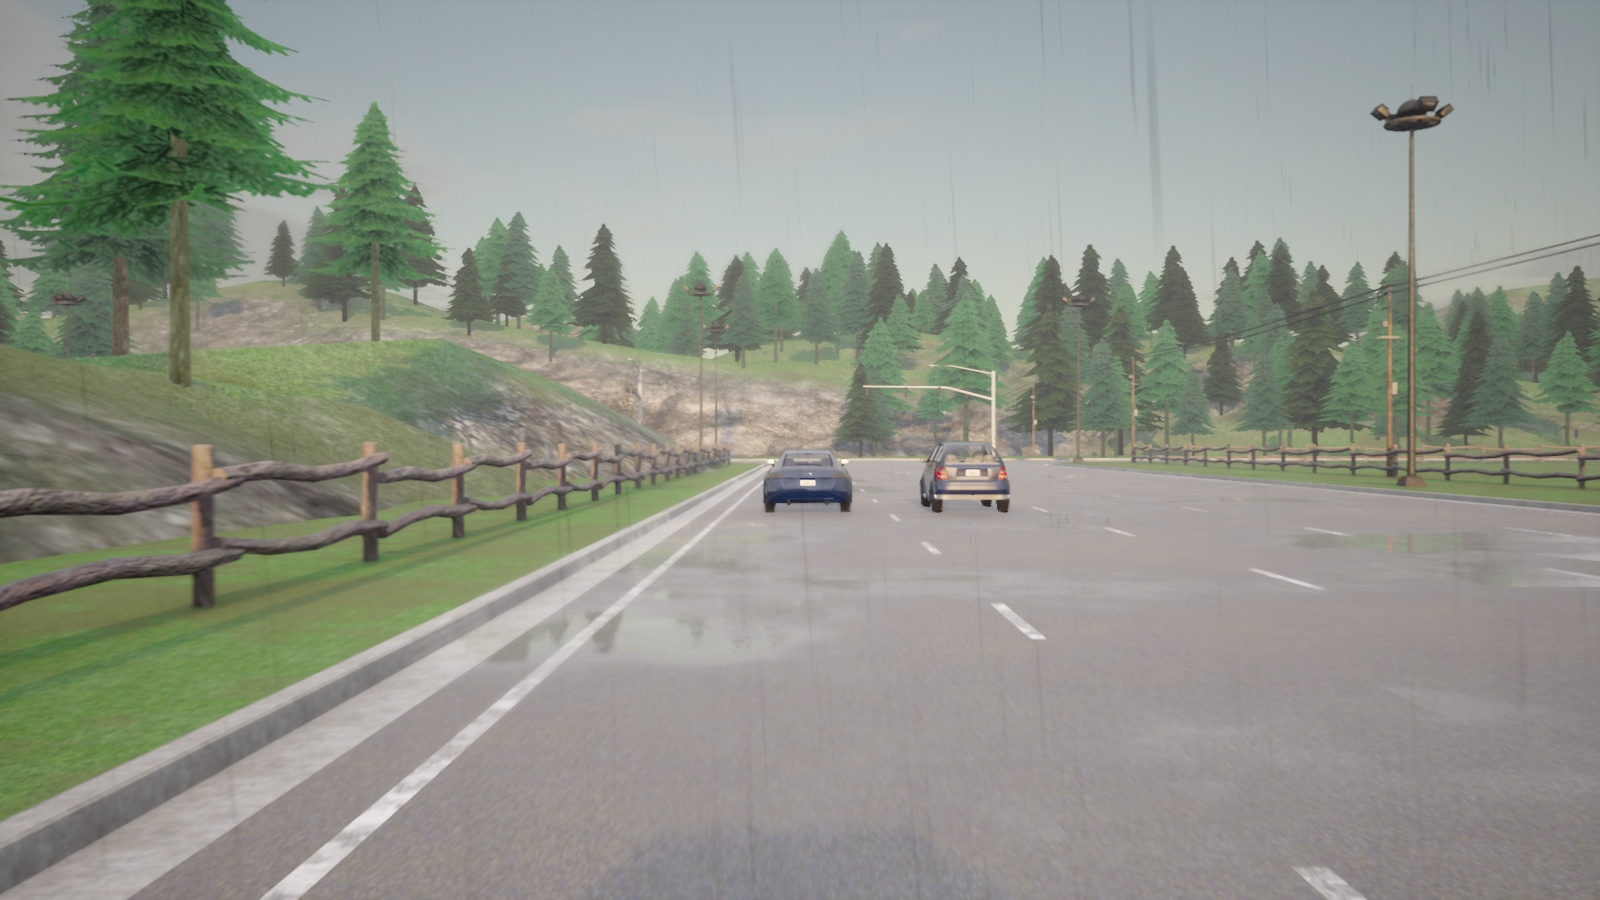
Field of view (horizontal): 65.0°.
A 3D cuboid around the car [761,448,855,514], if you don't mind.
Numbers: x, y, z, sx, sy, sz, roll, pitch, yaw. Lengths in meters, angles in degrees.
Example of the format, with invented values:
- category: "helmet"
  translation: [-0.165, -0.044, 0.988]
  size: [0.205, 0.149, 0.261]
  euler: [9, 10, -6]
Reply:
- category: "car"
  translation: [0.179, 0.665, 28.786]
  size: [1.994, 1.385, 4.181]
  euler: [0, 0, 0]

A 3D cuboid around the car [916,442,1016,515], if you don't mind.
- category: "car"
  translation: [3.678, 0.586, 28.404]
  size: [1.789, 1.549, 3.705]
  euler: [0, 0, 0]
